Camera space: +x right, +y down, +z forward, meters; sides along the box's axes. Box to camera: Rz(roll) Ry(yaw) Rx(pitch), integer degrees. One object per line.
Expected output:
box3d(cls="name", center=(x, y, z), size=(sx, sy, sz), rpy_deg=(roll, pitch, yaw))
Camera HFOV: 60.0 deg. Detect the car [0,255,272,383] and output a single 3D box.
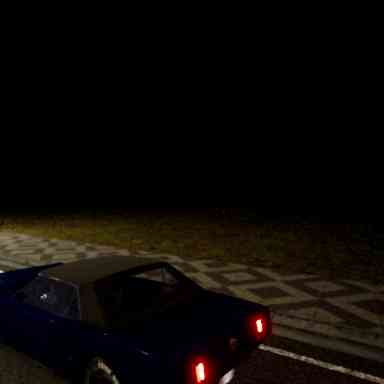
box3d(cls="car", center=(-1.441, 1.607, 4.717), size=(4.718, 1.301, 1.895), rpy_deg=(0, 0, 36))
